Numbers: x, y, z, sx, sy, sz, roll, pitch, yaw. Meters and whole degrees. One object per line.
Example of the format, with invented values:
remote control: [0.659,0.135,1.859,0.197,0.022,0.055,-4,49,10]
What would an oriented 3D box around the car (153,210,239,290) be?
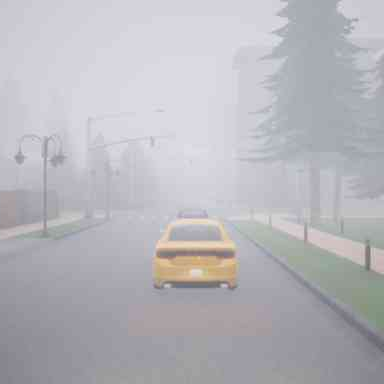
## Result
car: [0.075,1.471,9.119,1.882,1.535,5.008,0,0,0]
